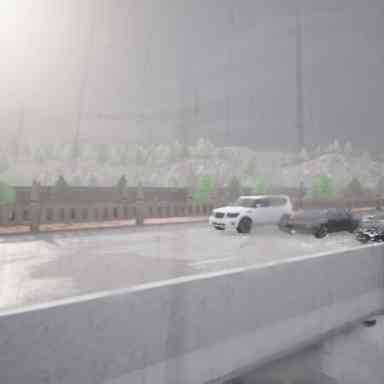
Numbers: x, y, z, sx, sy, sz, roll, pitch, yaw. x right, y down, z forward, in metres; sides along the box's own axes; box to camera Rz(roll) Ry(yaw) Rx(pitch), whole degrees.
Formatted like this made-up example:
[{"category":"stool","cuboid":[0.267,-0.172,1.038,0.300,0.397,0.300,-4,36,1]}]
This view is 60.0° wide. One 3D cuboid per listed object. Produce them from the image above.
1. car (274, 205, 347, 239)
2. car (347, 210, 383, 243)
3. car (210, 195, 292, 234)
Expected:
[{"category":"car","cuboid":[7.075,1.549,17.642,5.357,1.411,2.033,0,0,-36]},{"category":"car","cuboid":[9.259,1.507,14.900,4.892,1.490,1.837,0,0,-35]},{"category":"car","cuboid":[3.657,1.222,19.501,5.566,2.045,2.150,0,0,-36]}]
